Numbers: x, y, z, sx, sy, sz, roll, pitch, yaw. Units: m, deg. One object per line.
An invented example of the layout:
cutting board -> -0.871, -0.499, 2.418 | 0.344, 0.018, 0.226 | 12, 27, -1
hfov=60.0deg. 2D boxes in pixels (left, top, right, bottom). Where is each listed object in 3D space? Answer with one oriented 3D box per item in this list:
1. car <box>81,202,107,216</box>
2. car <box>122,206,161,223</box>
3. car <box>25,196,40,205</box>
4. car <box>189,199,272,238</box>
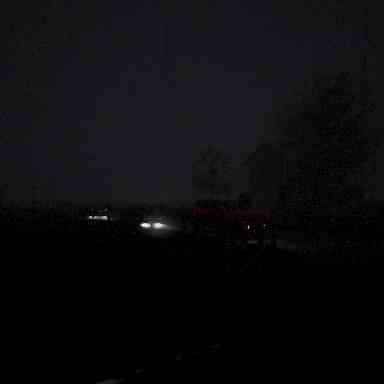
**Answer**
car -> -11.284, 1.912, 37.913 | 1.837, 1.490, 4.892 | 1, -1, -36
car -> -4.339, 1.865, 28.367 | 1.994, 1.385, 4.181 | 1, -1, -36
car -> -37.150, 2.347, 78.207 | 1.837, 1.490, 4.892 | 1, -1, -36
car -> 2.101, 1.425, 19.631 | 2.150, 2.045, 5.566 | 1, -2, -37
